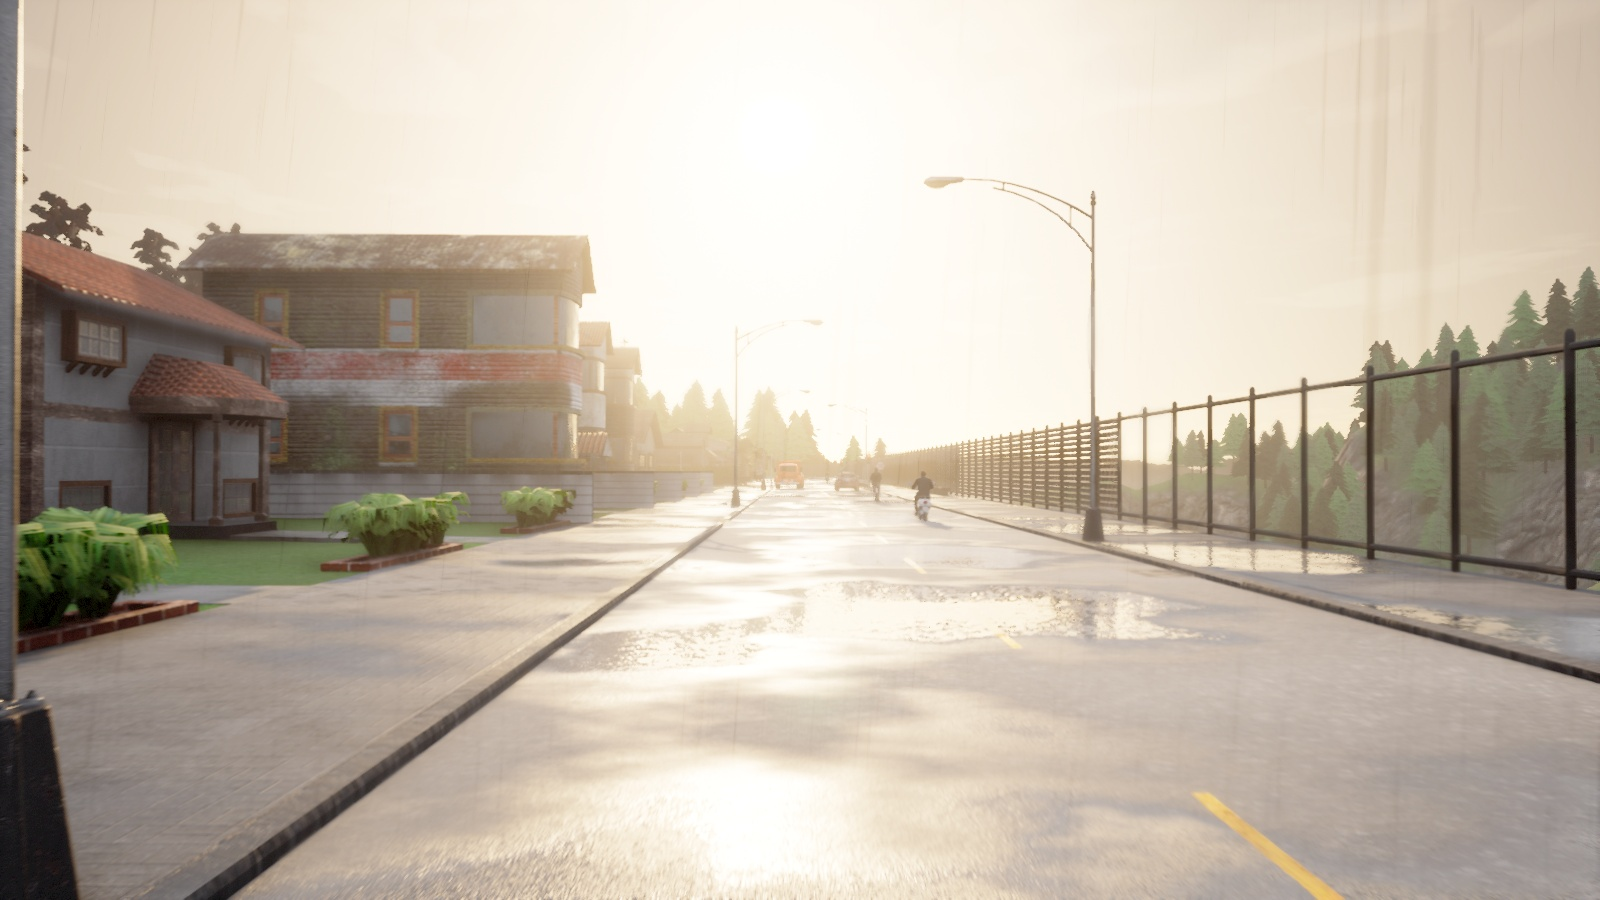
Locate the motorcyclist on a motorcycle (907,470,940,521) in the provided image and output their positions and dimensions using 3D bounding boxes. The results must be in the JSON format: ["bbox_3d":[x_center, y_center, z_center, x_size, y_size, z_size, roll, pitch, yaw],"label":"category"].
[{"bbox_3d":[3.903,1.421,39.921,0.866,1.590,1.817,0,-1,0],"label":"motorcyclist on a motorcycle"}]
